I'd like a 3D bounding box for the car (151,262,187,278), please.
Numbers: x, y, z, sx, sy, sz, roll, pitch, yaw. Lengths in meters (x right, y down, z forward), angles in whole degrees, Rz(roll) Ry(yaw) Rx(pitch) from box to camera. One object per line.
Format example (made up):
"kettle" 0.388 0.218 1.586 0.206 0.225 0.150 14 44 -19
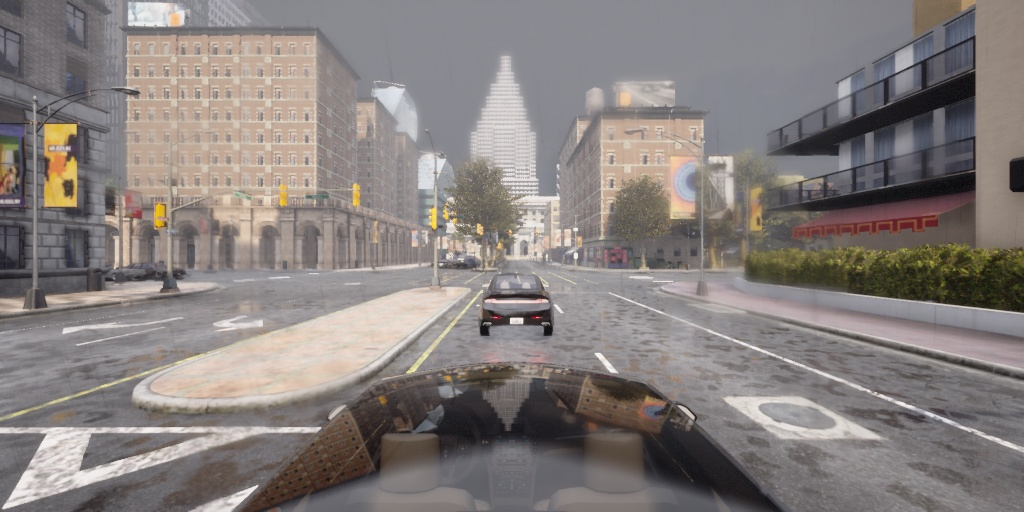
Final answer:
"car" -33.840 1.299 33.574 5.357 1.411 2.033 0 0 0

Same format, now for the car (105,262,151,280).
"car" -33.818 1.352 30.075 4.718 1.301 1.895 0 0 0

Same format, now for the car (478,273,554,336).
"car" 0.108 1.242 10.446 2.128 1.511 4.902 0 0 0

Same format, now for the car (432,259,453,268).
"car" -11.498 1.244 60.582 2.128 1.511 4.902 0 0 0

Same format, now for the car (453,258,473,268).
"car" -8.009 1.353 59.134 1.895 1.301 4.718 0 0 0
